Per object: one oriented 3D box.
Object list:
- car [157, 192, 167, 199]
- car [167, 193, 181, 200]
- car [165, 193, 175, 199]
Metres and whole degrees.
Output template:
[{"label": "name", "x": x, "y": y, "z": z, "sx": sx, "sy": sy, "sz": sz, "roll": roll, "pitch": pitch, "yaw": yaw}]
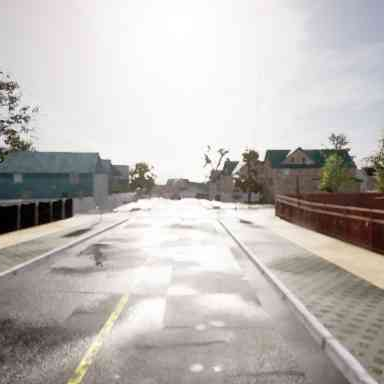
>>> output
[{"label": "car", "x": -7.307, "y": 0.802, "z": 80.104, "sx": 1.837, "sy": 1.490, "sz": 4.892, "roll": 0, "pitch": 0, "yaw": -10}, {"label": "car", "x": -3.836, "y": 1.026, "z": 76.430, "sx": 2.097, "sy": 1.767, "sz": 4.553, "roll": 0, "pitch": 0, "yaw": -10}, {"label": "car", "x": -5.788, "y": 1.107, "z": 86.363, "sx": 1.882, "sy": 1.535, "sz": 5.008, "roll": 0, "pitch": 0, "yaw": -12}]
